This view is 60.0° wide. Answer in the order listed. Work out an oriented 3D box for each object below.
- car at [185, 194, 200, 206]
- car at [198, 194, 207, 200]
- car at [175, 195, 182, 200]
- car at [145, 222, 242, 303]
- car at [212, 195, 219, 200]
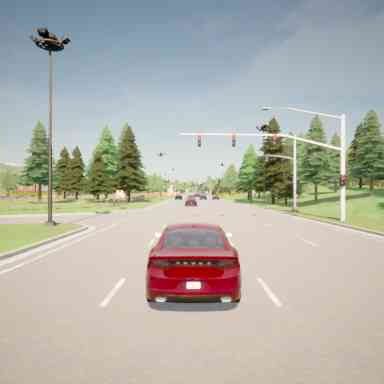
[{"bbox_3d":[-0.151,1.523,52.877,1.812,1.442,4.674,0,0,0],"label":"car"},{"bbox_3d":[3.228,1.520,94.334,1.812,1.442,4.674,0,0,0],"label":"car"},{"bbox_3d":[-3.772,1.474,94.313,1.882,1.535,5.008,0,0,0],"label":"car"},{"bbox_3d":[0.039,1.477,8.275,1.882,1.535,5.008,0,0,0],"label":"car"},{"bbox_3d":[6.728,1.521,94.344,2.128,1.511,4.902,0,0,0],"label":"car"}]
